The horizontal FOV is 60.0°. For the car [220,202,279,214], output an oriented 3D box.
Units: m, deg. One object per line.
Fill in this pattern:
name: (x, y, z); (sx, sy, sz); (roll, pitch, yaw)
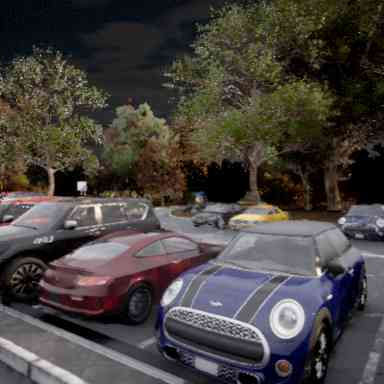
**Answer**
car: (4.014, 1.446, 19.507); (1.946, 1.575, 5.366); (0, 0, 35)

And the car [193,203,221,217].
car: (1.862, 1.438, 21.272); (2.231, 1.521, 4.892); (0, 0, 35)

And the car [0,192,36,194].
car: (-18.716, 1.072, 35.856); (2.435, 2.045, 5.566); (0, 0, 35)

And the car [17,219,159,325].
car: (-0.848, 1.502, 7.141); (2.002, 1.452, 4.674); (0, 0, 35)

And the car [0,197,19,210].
car: (-23.242, 1.340, 39.104); (2.002, 1.452, 4.674); (0, 0, 35)

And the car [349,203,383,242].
car: (8.664, 1.348, 16.468); (2.185, 1.767, 4.553); (0, 0, 35)

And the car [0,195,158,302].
car: (-3.147, 1.198, 8.743); (2.435, 2.045, 5.566); (0, 0, 35)

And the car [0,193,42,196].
car: (-5.432, 1.186, 10.367); (2.435, 2.045, 5.566); (0, 0, 35)

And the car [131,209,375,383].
car: (1.457, 1.349, 5.544); (2.185, 1.767, 4.553); (0, 0, 35)
